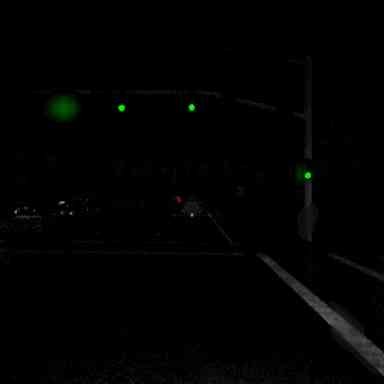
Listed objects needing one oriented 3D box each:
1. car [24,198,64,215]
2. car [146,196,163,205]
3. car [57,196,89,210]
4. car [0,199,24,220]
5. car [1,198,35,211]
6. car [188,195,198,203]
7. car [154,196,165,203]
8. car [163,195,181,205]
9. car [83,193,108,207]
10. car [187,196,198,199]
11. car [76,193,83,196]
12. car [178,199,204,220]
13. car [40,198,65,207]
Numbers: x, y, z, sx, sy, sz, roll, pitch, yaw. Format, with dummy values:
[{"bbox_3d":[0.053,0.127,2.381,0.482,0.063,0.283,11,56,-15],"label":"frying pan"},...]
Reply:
[{"bbox_3d":[-15.089,1.579,33.850,1.994,1.385,4.181,0,0,0],"label":"car"},{"bbox_3d":[-6.951,1.573,58.790,2.033,1.411,5.357,0,0,1],"label":"car"},{"bbox_3d":[-15.069,1.583,42.260,1.994,1.385,4.181,0,0,0],"label":"car"},{"bbox_3d":[-15.095,1.503,24.946,2.128,1.511,4.902,0,0,0],"label":"car"},{"bbox_3d":[-22.058,1.544,42.396,1.812,1.442,4.674,0,0,0],"label":"car"},{"bbox_3d":[0.267,1.465,68.966,1.882,1.535,5.008,0,0,2],"label":"car"},{"bbox_3d":[-6.731,1.496,69.151,1.812,1.442,4.674,0,0,2],"label":"car"},{"bbox_3d":[-3.447,1.590,59.200,1.994,1.385,4.181,0,0,1],"label":"car"},{"bbox_3d":[-14.991,1.245,52.741,2.150,2.045,5.566,0,0,0],"label":"car"},{"bbox_3d":[0.049,1.552,58.786,1.812,1.442,4.674,0,0,1],"label":"car"},{"bbox_3d":[-18.476,1.246,56.083,2.150,2.045,5.566,0,0,0],"label":"car"},{"bbox_3d":[0.004,1.538,27.768,1.812,1.442,4.674,0,0,0],"label":"car"},{"bbox_3d":[-21.989,1.624,52.680,1.895,1.301,4.718,0,0,0],"label":"car"}]
